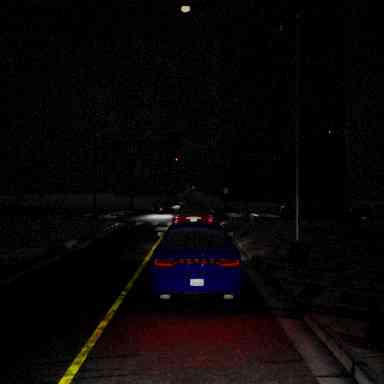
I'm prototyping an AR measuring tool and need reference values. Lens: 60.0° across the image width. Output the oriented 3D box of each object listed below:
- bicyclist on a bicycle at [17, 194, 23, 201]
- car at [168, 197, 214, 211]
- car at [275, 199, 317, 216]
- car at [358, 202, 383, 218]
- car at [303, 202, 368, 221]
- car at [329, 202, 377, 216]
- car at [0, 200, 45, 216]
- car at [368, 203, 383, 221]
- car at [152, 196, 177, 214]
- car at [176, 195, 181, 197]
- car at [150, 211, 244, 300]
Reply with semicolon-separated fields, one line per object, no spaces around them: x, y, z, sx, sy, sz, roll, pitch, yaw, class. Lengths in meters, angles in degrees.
-20.523;1.029;39.675;0.582;1.620;1.656;1;0;0;bicyclist on a bicycle
0.108;1.351;17.615;2.097;1.767;4.553;0;0;1;car
10.930;1.538;34.155;4.553;1.767;2.097;1;0;0;car
19.896;1.851;34.163;4.674;1.442;1.812;1;0;0;car
12.116;1.774;28.307;4.313;1.339;1.947;1;-1;0;car
17.762;1.841;36.835;4.403;1.369;2.008;1;-1;0;car
-14.792;1.366;28.194;4.403;1.369;2.008;1;-1;0;car
17.929;1.823;28.311;4.829;1.417;1.752;1;-1;0;car
-3.127;1.491;35.835;2.128;1.511;4.902;0;0;0;car
-3.131;1.491;55.257;2.128;1.511;4.902;0;0;0;car
0.095;1.477;8.461;1.882;1.535;5.008;0;0;0;car
